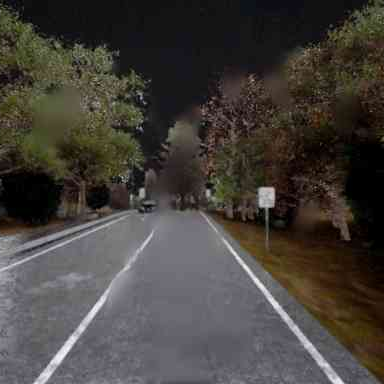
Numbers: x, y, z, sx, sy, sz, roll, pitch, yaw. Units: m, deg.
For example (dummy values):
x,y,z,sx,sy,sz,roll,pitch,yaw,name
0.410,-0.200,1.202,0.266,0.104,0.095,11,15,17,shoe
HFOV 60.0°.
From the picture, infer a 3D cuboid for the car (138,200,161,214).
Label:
x,y,z,sx,sy,sz,roll,pitch,yaw,name
-4.283,1.555,34.277,1.994,1.385,4.181,0,-1,-1,car
